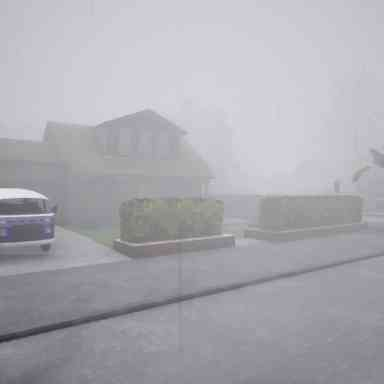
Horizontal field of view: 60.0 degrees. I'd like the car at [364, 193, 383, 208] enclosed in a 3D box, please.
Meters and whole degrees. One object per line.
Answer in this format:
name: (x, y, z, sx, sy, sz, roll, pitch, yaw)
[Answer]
car: (23.118, 0.985, 40.284, 3.866, 1.878, 1.905, 0, 0, 0)
